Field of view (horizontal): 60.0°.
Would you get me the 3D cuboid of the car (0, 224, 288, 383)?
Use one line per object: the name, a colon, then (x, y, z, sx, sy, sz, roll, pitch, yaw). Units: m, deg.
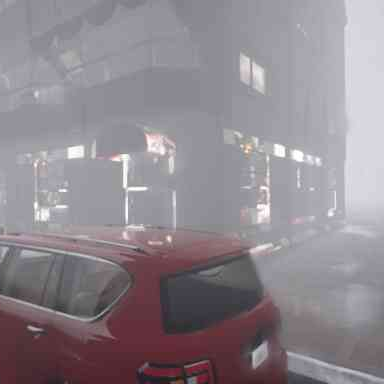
car: (-1.430, 1.314, 3.902, 5.009, 1.841, 2.192, 0, -1, 35)
